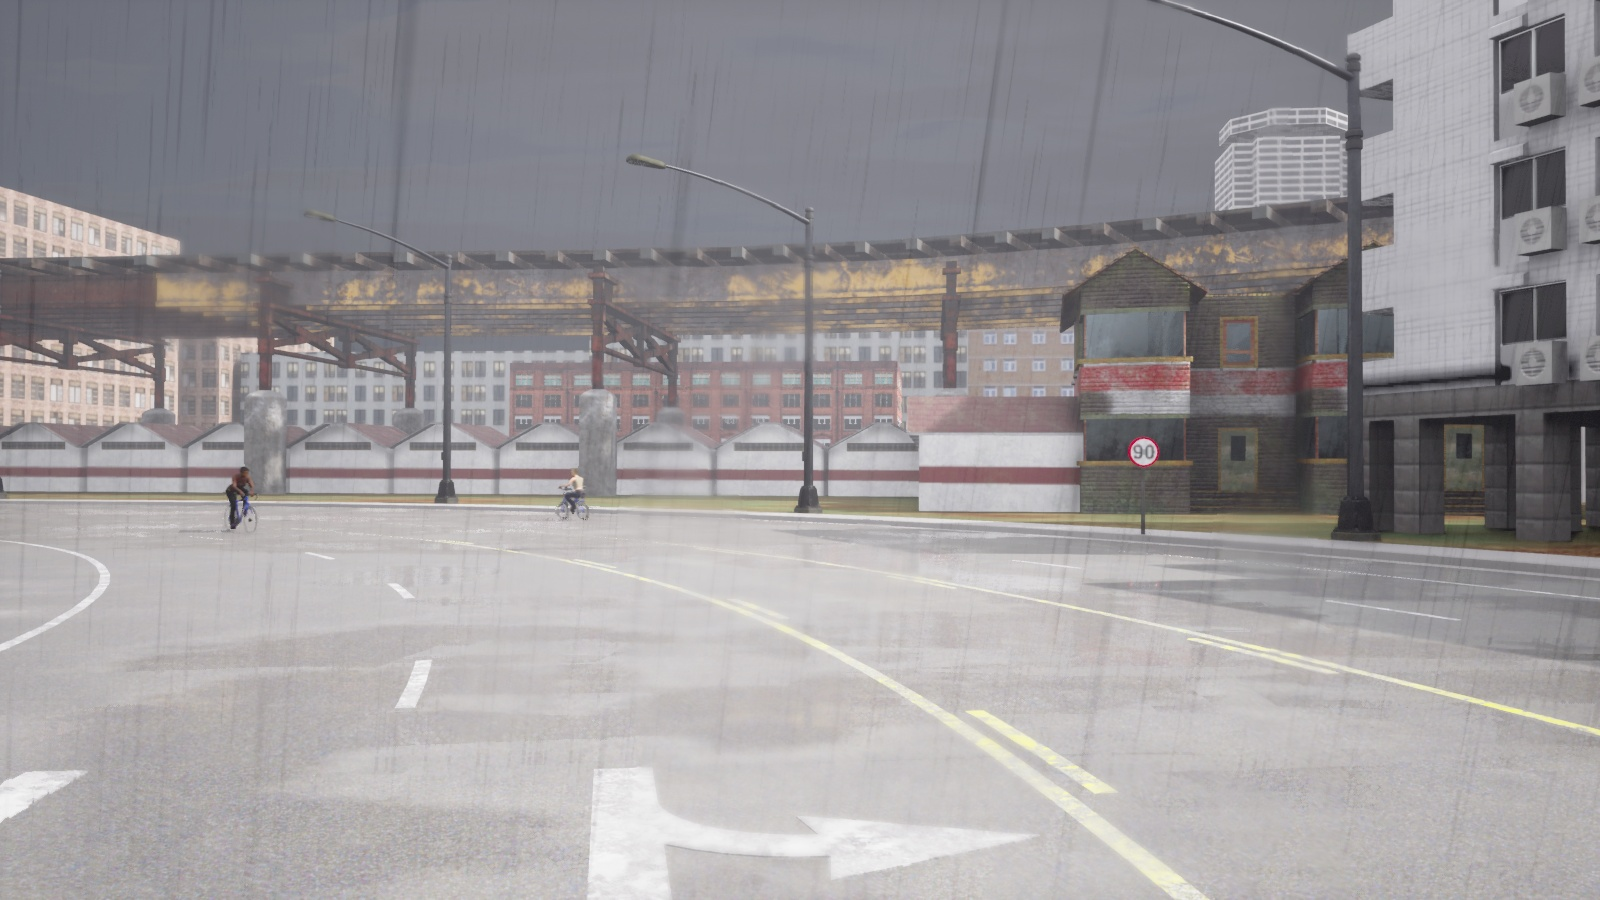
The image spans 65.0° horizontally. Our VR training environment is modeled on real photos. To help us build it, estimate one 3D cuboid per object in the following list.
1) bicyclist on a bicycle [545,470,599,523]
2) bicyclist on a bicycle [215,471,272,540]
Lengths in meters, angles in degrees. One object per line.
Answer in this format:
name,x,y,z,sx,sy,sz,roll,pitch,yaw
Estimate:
bicyclist on a bicycle,-7.066,1.431,38.876,1.509,1.612,0.866,-1,-1,40
bicyclist on a bicycle,-13.553,1.334,30.563,1.656,1.620,0.582,-1,-1,40
